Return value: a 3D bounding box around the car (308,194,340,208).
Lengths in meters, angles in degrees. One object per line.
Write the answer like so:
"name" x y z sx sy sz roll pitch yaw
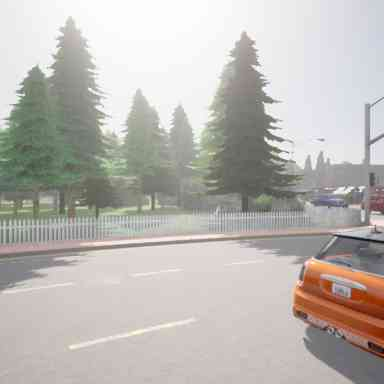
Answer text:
"car" 20.583 1.276 52.132 2.150 2.045 5.566 0 0 -7

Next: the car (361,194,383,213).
"car" 19.364 1.277 33.197 2.150 2.045 5.566 0 0 -8

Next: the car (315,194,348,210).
"car" 17.999 1.277 43.463 2.150 2.045 5.566 0 0 -8

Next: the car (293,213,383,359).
"car" 3.939 1.352 5.443 4.553 1.767 2.097 0 0 -26

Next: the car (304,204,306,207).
"car" 16.654 1.581 53.661 1.812 1.442 4.674 0 0 -7
